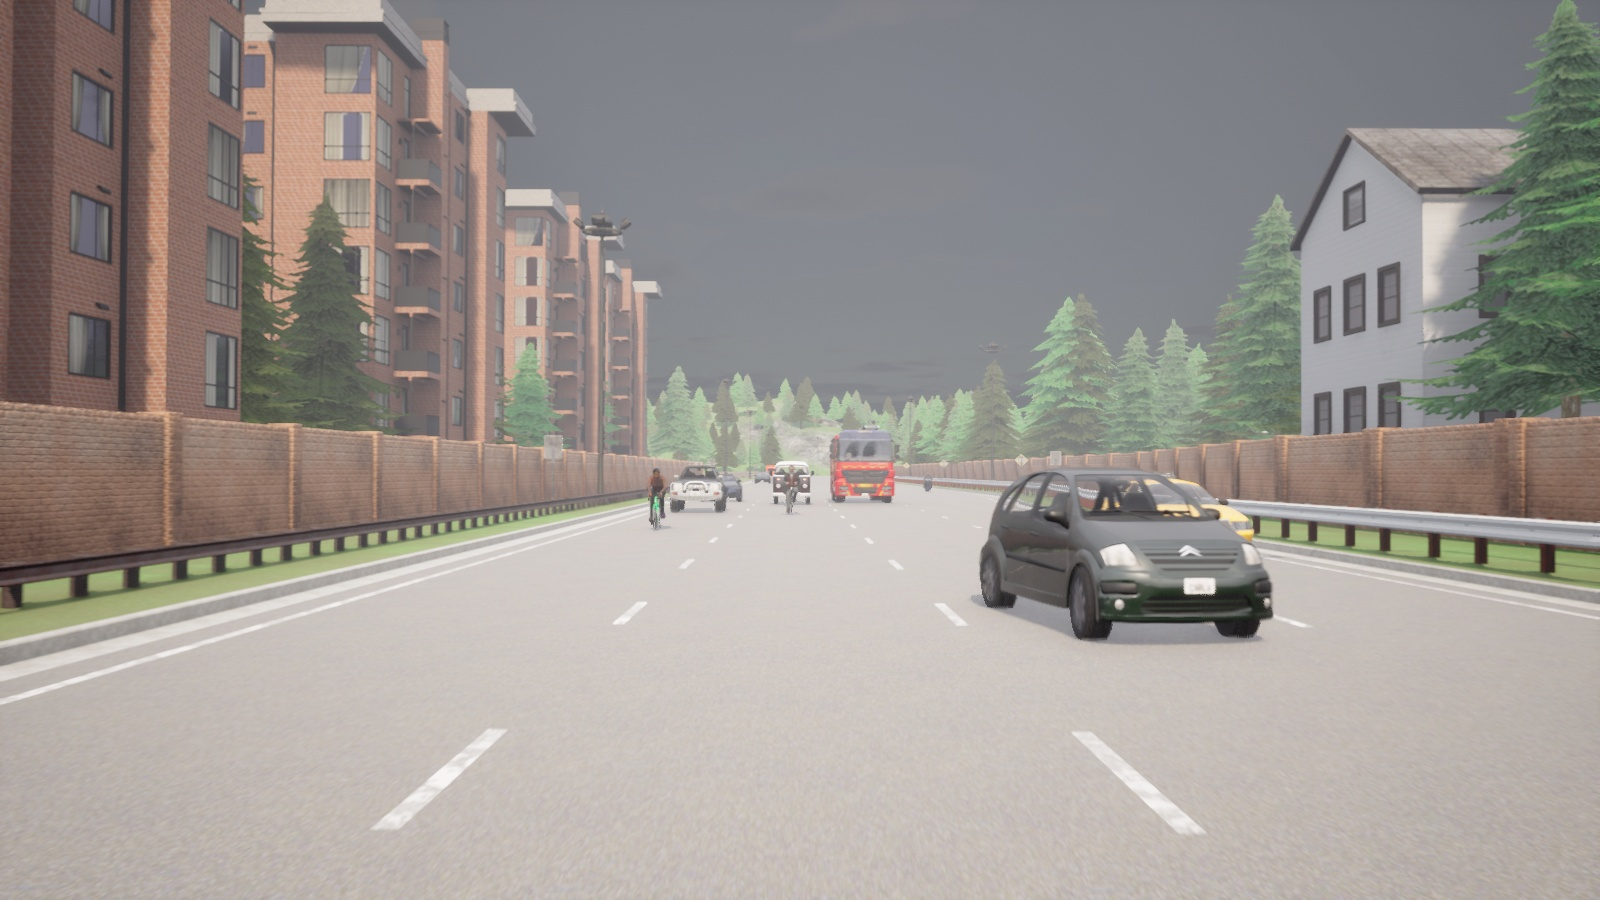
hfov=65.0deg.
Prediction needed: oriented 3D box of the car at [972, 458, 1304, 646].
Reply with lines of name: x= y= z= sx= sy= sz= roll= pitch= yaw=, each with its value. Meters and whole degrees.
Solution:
car: x=3.247 y=0.917 z=12.975 sx=1.851 sy=1.617 sz=3.988 roll=0 pitch=-1 yaw=-9

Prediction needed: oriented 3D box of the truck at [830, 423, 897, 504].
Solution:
truck: x=3.106 y=0.703 z=63.650 sx=2.891 sy=3.827 sz=8.468 roll=0 pitch=-1 yaw=0

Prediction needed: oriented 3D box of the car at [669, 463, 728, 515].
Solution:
car: x=-3.781 y=1.441 z=47.478 sx=1.932 sy=1.855 sz=4.605 roll=0 pitch=-1 yaw=-1

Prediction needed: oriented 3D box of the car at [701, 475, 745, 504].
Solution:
car: x=-3.890 y=1.959 z=63.675 sx=1.994 sy=1.385 sz=4.181 roll=0 pitch=-1 yaw=0

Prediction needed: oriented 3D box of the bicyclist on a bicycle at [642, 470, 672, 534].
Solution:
bicyclist on a bicycle: x=-3.703 y=1.328 z=32.583 sx=0.582 sy=1.620 sz=1.656 roll=0 pitch=-1 yaw=0

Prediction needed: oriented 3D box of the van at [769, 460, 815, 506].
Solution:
van: x=-0.362 y=1.525 z=58.893 sx=2.069 sy=2.038 sz=4.480 roll=0 pitch=-1 yaw=0

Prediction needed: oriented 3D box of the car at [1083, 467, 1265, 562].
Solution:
car: x=6.851 y=1.122 z=23.657 sx=1.801 sy=1.575 sz=5.366 roll=0 pitch=-1 yaw=0
